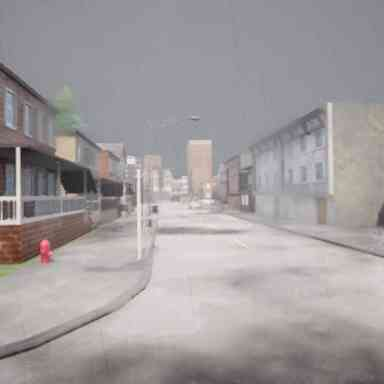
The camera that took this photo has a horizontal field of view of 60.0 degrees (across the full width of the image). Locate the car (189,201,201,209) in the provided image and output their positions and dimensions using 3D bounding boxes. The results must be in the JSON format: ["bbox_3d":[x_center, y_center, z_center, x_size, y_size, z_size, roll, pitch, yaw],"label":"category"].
[{"bbox_3d":[0.486,2.315,59.228,1.812,1.442,4.674,-1,-1,-4],"label":"car"}]
